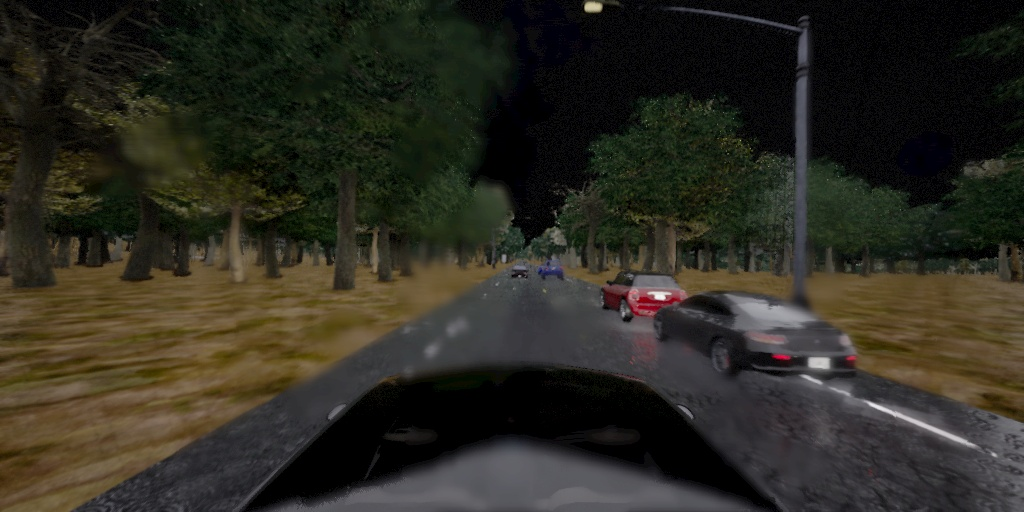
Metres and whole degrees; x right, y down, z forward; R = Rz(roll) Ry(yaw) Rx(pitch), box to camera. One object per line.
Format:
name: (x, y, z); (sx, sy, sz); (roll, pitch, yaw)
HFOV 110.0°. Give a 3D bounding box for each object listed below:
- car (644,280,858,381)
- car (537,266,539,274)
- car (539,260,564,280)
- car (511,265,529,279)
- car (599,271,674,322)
car: (4.603, 1.453, 7.593); (1.812, 1.442, 4.674); (1, -1, 1)
car: (4.655, 1.858, 50.650); (1.882, 1.535, 5.008); (1, 0, 2)
car: (4.405, 1.484, 38.952); (2.150, 2.045, 5.566); (1, 0, 2)
car: (0.863, 1.728, 39.322); (2.033, 1.411, 5.357); (1, -1, 1)
car: (4.759, 1.348, 13.564); (2.097, 1.767, 4.553); (1, -1, 1)
